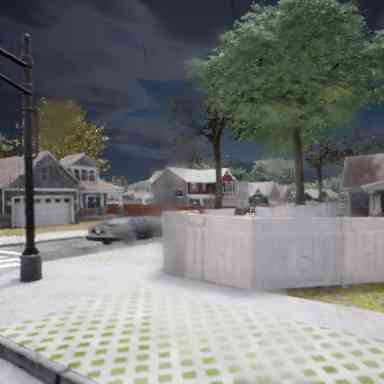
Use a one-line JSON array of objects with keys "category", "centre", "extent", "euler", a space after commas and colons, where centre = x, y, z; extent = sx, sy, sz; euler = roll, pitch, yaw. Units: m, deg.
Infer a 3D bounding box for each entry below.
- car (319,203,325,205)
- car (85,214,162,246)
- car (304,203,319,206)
[{"category": "car", "centre": [19.735, 2.471, 51.156], "extent": [2.097, 1.767, 4.553], "euler": [-3, -3, 33]}, {"category": "car", "centre": [-2.813, 1.847, 16.899], "extent": [2.033, 1.411, 5.357], "euler": [-3, -2, 33]}, {"category": "car", "centre": [14.340, 2.368, 42.862], "extent": [2.128, 1.511, 4.902], "euler": [-3, -3, 34]}]
